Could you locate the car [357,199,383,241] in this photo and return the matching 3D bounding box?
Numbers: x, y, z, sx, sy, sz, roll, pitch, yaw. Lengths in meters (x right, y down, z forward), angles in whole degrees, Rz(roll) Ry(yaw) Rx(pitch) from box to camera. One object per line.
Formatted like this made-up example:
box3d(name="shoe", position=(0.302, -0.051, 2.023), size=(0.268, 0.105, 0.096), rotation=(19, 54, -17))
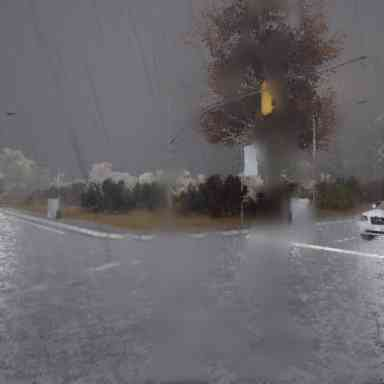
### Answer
box3d(name="car", position=(9.967, 1.168, 15.390), size=(5.566, 2.045, 2.150), rotation=(0, 0, -35))
